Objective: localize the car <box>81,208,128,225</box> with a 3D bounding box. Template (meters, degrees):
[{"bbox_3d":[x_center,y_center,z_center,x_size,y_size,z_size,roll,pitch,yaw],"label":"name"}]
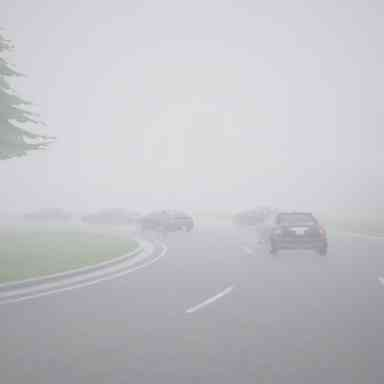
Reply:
[{"bbox_3d":[-6.867,2.092,28.689,5.357,1.411,2.033,-1,-1,19],"label":"car"}]

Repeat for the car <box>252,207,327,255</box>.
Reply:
[{"bbox_3d":[4.046,1.527,14.259,2.097,1.767,4.553,-1,-1,3],"label":"car"}]

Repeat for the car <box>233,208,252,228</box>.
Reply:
[{"bbox_3d":[4.784,1.796,23.225,2.128,1.511,4.902,0,-1,-29],"label":"car"}]

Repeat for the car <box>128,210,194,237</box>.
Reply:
[{"bbox_3d":[-1.826,1.845,20.681,2.128,1.511,4.902,0,-1,-35],"label":"car"}]

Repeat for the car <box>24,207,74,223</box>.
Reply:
[{"bbox_3d":[-14.119,2.232,32.875,4.674,1.442,1.812,-1,-1,0],"label":"car"}]
